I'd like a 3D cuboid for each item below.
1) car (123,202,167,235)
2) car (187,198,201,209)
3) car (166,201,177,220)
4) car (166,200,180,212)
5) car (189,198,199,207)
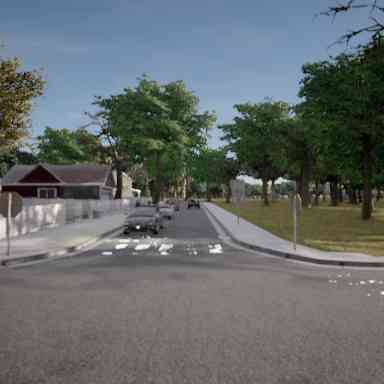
[{"bbox_3d":[-2.754,1.586,19.555,1.837,1.490,4.892,0,0,1],"label":"car"},{"bbox_3d":[0.269,1.805,51.277,1.837,1.490,4.892,0,0,0],"label":"car"},{"bbox_3d":[-2.692,1.742,29.669,1.895,1.301,4.718,0,0,0],"label":"car"},{"bbox_3d":[-2.613,1.727,42.668,2.128,1.511,4.902,0,-1,1],"label":"car"},{"bbox_3d":[0.327,1.907,61.699,1.812,1.442,4.674,0,0,0],"label":"car"}]
